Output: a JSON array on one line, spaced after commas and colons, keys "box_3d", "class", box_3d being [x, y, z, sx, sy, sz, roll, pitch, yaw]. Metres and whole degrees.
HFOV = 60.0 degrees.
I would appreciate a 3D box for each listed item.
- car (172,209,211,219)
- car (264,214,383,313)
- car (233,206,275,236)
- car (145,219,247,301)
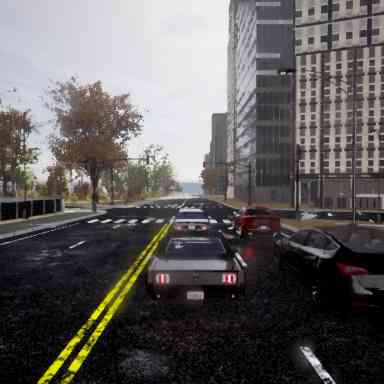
[{"box_3d": [-0.016, 1.544, 16.519, 2.033, 1.411, 5.357, 0, 0, 0], "class": "car"}, {"box_3d": [3.341, 1.501, 7.767, 2.163, 1.488, 4.792, 0, 0, 0], "class": "car"}, {"box_3d": [3.299, 1.474, 17.664, 1.882, 1.535, 5.008, 0, 0, 1], "class": "car"}, {"box_3d": [0.071, 1.598, 8.279, 1.895, 1.301, 4.718, 0, 0, 0], "class": "car"}]
